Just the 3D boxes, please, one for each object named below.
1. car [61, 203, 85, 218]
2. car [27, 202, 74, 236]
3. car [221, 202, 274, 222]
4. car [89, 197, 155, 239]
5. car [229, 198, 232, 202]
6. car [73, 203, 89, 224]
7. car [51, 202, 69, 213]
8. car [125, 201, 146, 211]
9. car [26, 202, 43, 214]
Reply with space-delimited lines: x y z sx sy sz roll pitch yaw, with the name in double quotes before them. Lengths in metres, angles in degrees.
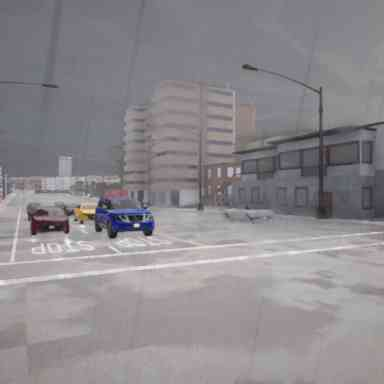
"car" -12.984 1.966 36.168 1.994 1.385 4.181 0 -1 -27
"car" -8.316 1.568 19.291 1.882 1.535 5.008 0 -1 -27
"car" 4.394 1.693 27.191 1.895 1.301 4.718 0 -1 -30
"car" -3.894 1.276 18.322 2.150 2.045 5.566 0 -1 -27
"car" 7.478 1.655 53.422 1.970 1.475 3.806 0 -1 -27
"car" -8.432 1.675 27.218 1.882 1.535 5.008 0 -1 -27
"car" -19.802 2.220 49.721 2.033 1.411 5.357 0 -1 -27
"car" -8.805 2.126 51.286 1.837 1.490 4.892 0 -1 -27
"car" -21.483 2.185 45.251 2.033 1.411 5.357 0 -1 -27
